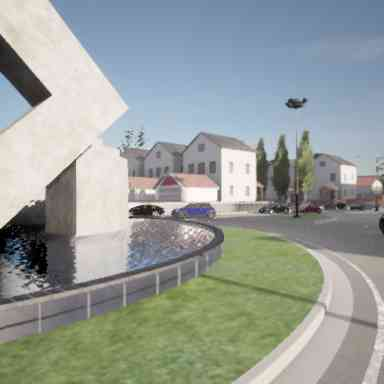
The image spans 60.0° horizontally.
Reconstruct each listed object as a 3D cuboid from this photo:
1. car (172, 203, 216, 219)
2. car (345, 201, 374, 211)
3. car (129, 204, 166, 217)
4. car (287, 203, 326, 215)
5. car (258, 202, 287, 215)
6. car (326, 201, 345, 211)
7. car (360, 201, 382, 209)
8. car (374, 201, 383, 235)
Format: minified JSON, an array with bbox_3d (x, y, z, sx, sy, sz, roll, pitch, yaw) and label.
[{"bbox_3d":[0.161,1.899,35.114,4.553,1.767,2.097,0,-1,-16],"label":"car"},{"bbox_3d":[27.131,2.307,53.267,5.357,1.411,2.033,1,-1,-42],"label":"car"},{"bbox_3d":[-5.451,2.110,37.963,4.892,1.490,1.837,0,0,0],"label":"car"},{"bbox_3d":[14.640,2.150,42.486,4.674,1.442,1.812,0,-1,-37],"label":"car"},{"bbox_3d":[10.890,2.164,44.080,4.892,1.490,1.837,1,-1,-35],"label":"car"},{"bbox_3d":[23.741,2.271,54.917,5.008,1.535,1.882,1,-1,-42],"label":"car"},{"bbox_3d":[35.087,2.464,65.191,5.357,1.411,2.033,1,-1,-42],"label":"car"},{"bbox_3d":[11.686,1.464,17.320,2.150,2.045,5.566,-1,-1,13],"label":"car"}]
